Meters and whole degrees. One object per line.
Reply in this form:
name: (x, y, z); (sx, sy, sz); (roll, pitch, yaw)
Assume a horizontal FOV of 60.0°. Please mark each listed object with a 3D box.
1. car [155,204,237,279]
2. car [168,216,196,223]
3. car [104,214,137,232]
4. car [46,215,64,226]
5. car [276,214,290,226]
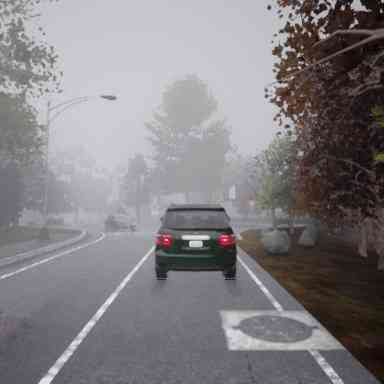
car: (0.115, 1.395, 10.626); (2.150, 2.045, 5.566); (0, -1, 0)
car: (-1.970, 5.482, 66.913); (5.357, 1.411, 2.033); (0, -4, 7)
car: (-6.241, 2.672, 28.812); (1.837, 1.490, 4.892); (4, -5, -28)
car: (-18.981, 3.932, 45.960); (1.882, 1.535, 5.008); (0, -4, -13)
car: (13.056, 3.946, 47.877); (2.097, 1.767, 4.553); (-1, -4, 13)
